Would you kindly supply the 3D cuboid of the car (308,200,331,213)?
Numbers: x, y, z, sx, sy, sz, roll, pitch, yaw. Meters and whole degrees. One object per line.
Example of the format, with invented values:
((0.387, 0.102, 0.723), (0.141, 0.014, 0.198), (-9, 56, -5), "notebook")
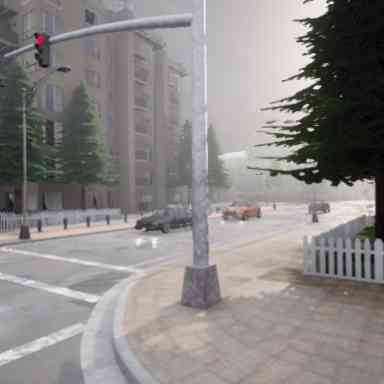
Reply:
((14.717, 1.673, 38.567), (1.812, 1.442, 4.674), (-1, -1, 32), "car")

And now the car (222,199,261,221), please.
((4.457, 1.542, 29.708), (2.097, 1.767, 4.553), (-1, -1, 34), "car")

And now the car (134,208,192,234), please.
((-1.271, 1.734, 21.172), (2.033, 1.411, 5.357), (-1, -1, 34), "car")
